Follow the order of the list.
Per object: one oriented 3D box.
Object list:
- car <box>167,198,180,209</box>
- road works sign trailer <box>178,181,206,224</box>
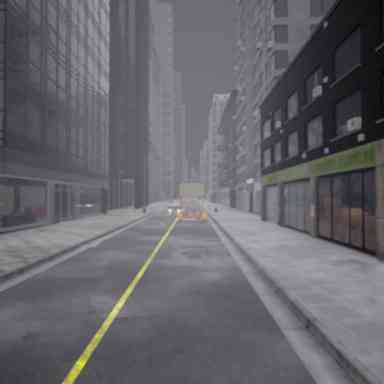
[{"bbox_3d":[-3.025,2.292,58.611,1.812,1.442,4.674,0,-1,1],"label":"car"},{"bbox_3d":[0.008,0.845,28.629,2.380,3.560,2.880,0,-1,0],"label":"road works sign trailer"}]
